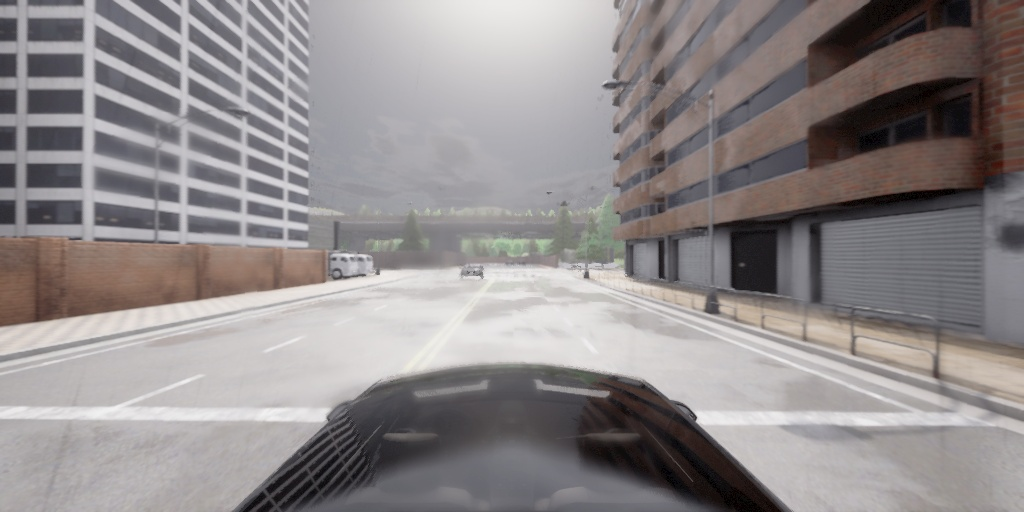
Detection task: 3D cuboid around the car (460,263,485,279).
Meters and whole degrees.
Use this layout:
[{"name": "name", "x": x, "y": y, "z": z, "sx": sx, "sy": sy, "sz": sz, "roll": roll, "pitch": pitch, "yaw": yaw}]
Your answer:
[{"name": "car", "x": -3.512, "y": 1.307, "z": 32.779, "sx": 1.994, "sy": 1.385, "sz": 4.181, "roll": 0, "pitch": 0, "yaw": 0}]
